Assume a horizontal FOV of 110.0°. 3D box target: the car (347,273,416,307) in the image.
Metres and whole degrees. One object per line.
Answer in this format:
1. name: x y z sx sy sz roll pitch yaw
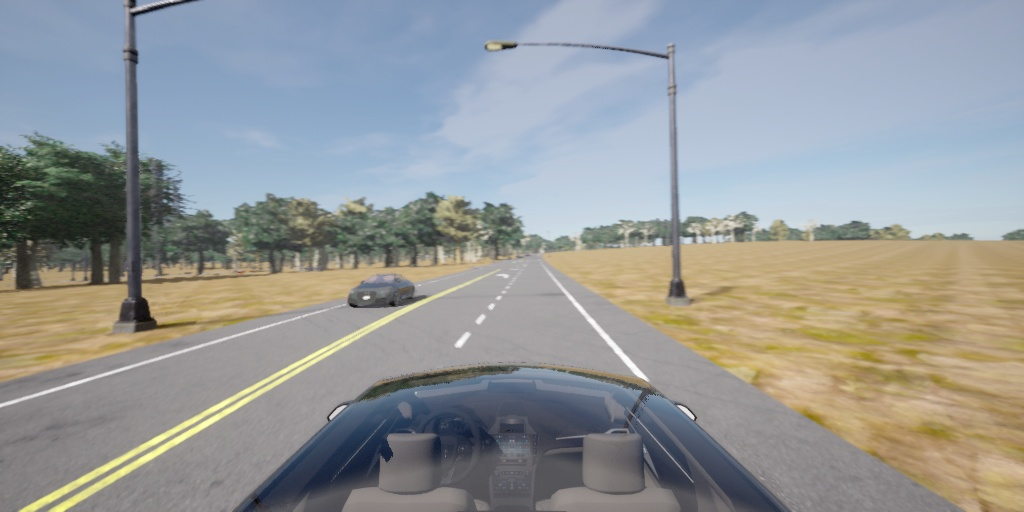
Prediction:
1. car: -5.951 1.522 16.777 1.994 1.385 4.181 -1 0 1
